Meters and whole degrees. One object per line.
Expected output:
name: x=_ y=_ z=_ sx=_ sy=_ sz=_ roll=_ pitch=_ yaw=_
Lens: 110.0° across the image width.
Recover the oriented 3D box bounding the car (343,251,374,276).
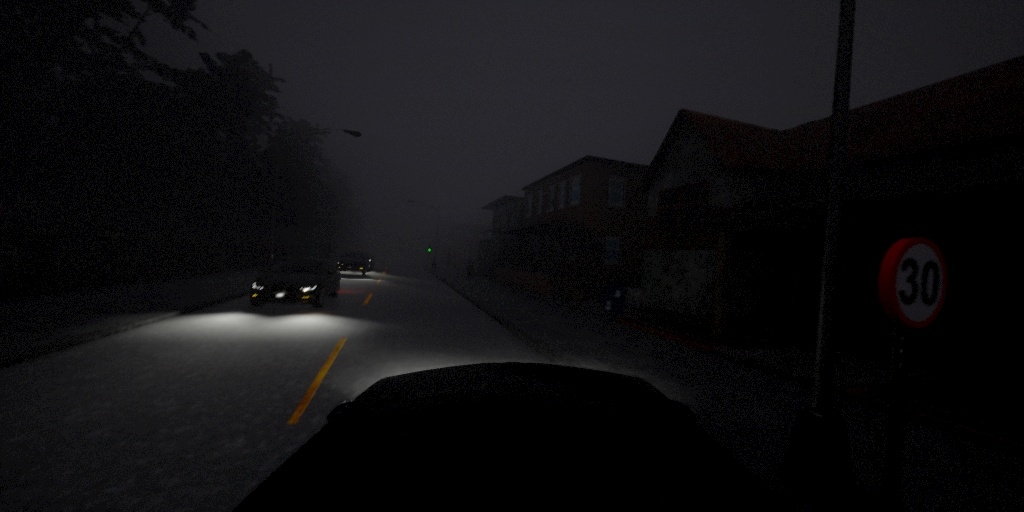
car: x=-11.458 y=0.447 z=26.060 sx=1.837 sy=1.490 sz=4.892 roll=4 pitch=0 yaw=-18

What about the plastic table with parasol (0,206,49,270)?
plastic table with parasol: x=-17.415 y=-0.489 z=11.763 sx=2.482 sy=2.480 sz=2.482 roll=0 pitch=0 yaw=32

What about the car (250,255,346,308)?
car: x=-7.241 y=0.800 z=12.416 sx=1.837 sy=1.490 sz=4.892 roll=4 pitch=0 yaw=-18

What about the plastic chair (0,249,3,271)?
plastic chair: x=-16.388 y=0.184 z=11.014 sx=0.730 sy=1.272 sz=0.750 roll=0 pitch=0 yaw=33

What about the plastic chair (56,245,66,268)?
plastic chair: x=-16.764 y=0.195 z=12.915 sx=0.750 sy=1.272 sz=0.730 roll=0 pitch=0 yaw=37
